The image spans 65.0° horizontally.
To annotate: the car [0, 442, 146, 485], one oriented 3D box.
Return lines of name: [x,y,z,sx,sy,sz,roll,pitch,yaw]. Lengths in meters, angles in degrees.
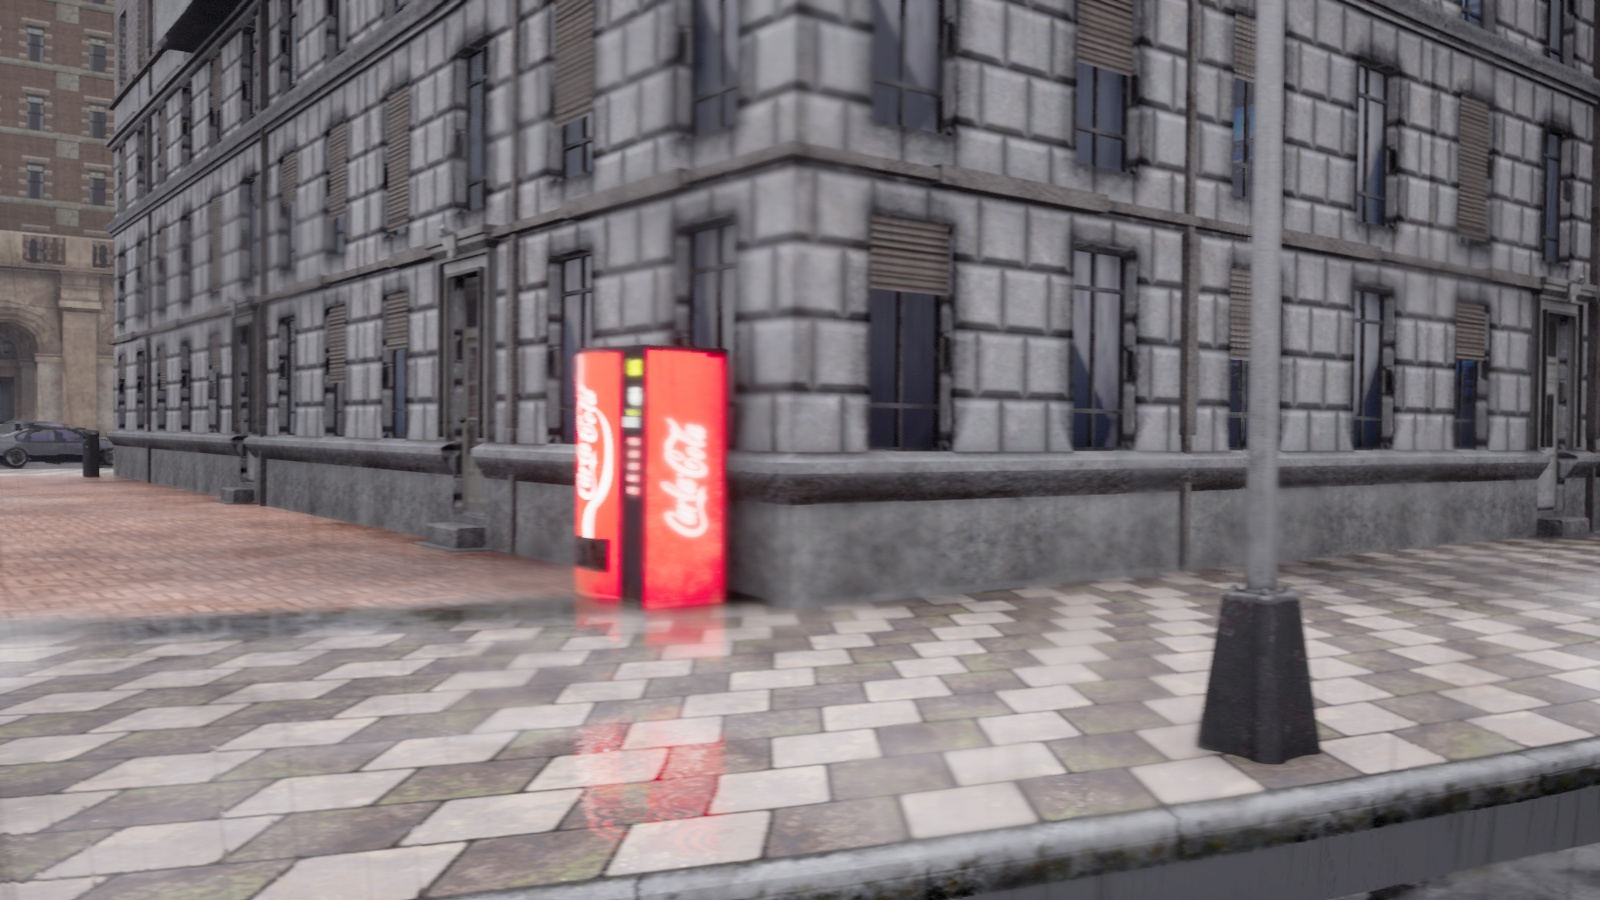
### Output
car: [-26.541,0.455,44.813,5.357,1.411,2.033,-1,1,-38]

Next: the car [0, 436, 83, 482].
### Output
car: [-29.685,0.341,46.855,4.856,1.649,2.033,-1,1,-37]

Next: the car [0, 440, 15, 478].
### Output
car: [-32.872,0.382,48.831,3.806,1.475,1.970,-1,1,-37]
